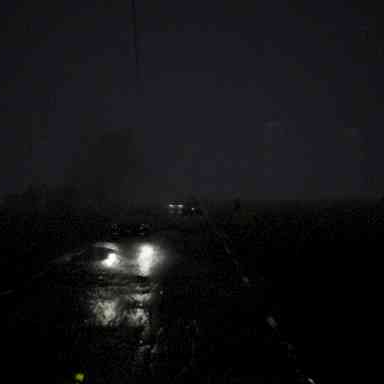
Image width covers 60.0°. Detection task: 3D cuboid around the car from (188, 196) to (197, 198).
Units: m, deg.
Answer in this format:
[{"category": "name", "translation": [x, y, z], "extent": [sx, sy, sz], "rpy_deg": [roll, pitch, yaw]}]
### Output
[{"category": "car", "translation": [0.068, 1.383, 45.949], "extent": [2.097, 1.767, 4.553], "rpy_deg": [0, 0, 1]}]

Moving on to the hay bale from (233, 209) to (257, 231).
[{"category": "hay bale", "translation": [3.143, 1.662, 19.951], "extent": [1.220, 1.180, 1.240], "rpy_deg": [1, 1, 0]}]

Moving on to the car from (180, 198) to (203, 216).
[{"category": "car", "translation": [0.079, 1.581, 33.390], "extent": [1.994, 1.385, 4.181], "rpy_deg": [0, 0, 0]}]

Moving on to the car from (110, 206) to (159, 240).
[{"category": "car", "translation": [-2.841, 1.483, 17.282], "extent": [1.882, 1.535, 5.008], "rpy_deg": [0, 0, 0]}]

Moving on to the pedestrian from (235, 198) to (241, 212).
[{"category": "pedestrian", "translation": [2.836, 1.287, 21.046], "extent": [0.375, 1.860, 0.375], "rpy_deg": [-1, 1, -3]}]

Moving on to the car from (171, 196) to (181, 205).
[{"category": "car", "translation": [-2.769, 1.553, 59.253], "extent": [1.837, 1.490, 4.892], "rpy_deg": [0, 0, 1]}]
